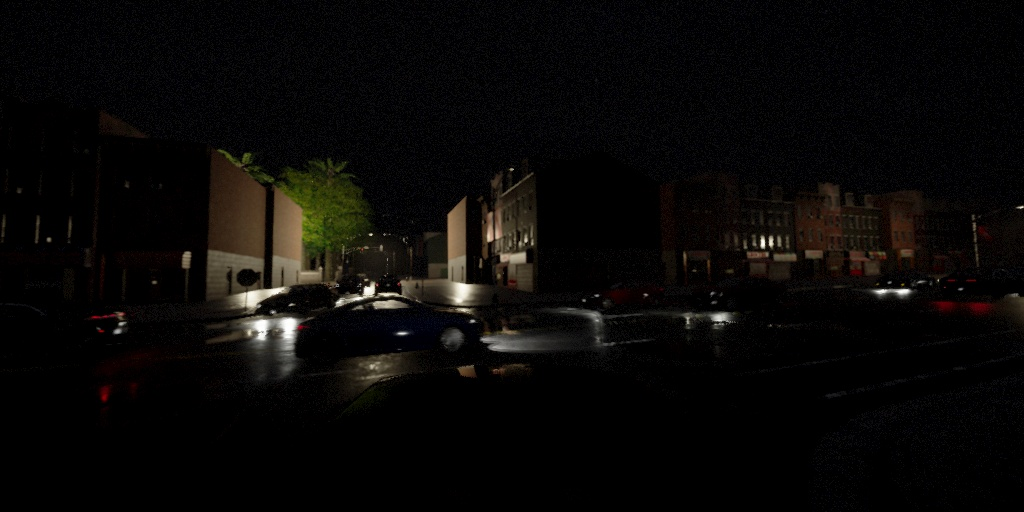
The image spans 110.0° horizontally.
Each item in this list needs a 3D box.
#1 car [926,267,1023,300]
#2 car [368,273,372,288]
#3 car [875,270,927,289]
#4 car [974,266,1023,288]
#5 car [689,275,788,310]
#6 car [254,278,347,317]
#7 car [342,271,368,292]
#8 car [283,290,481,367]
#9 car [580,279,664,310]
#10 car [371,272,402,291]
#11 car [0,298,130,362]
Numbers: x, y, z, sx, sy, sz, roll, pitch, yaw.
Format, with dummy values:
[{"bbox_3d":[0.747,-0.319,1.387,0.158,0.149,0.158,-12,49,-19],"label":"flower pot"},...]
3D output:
[{"bbox_3d":[24.575,1.411,18.635,4.902,1.511,2.128,-1,-3,-20],"label":"car"},{"bbox_3d":[-18.069,3.128,43.142,1.994,1.385,4.181,0,-2,-19],"label":"car"},{"bbox_3d":[30.432,1.811,27.794,4.181,1.385,1.994,-1,-3,-19],"label":"car"},{"bbox_3d":[37.658,1.525,26.877,5.357,1.411,2.033,-1,-3,-19],"label":"car"},{"bbox_3d":[10.982,1.701,17.438,5.008,1.535,1.882,0,-3,-20],"label":"car"},{"bbox_3d":[-10.826,2.167,18.651,2.033,1.411,5.357,-2,-1,-4],"label":"car"},{"bbox_3d":[-13.624,2.404,30.303,2.097,1.767,4.553,0,-2,-19],"label":"car"},{"bbox_3d":[-2.900,1.670,8.825,4.181,1.385,1.994,0,-3,-20],"label":"car"},{"bbox_3d":[5.850,1.972,19.034,4.674,1.442,1.812,0,-3,-20],"label":"car"},{"bbox_3d":[-10.318,2.363,29.835,2.097,1.767,4.553,0,-2,-19],"label":"car"},{"bbox_3d":[-12.935,1.825,8.894,4.902,1.511,2.128,0,-4,-19],"label":"car"}]
